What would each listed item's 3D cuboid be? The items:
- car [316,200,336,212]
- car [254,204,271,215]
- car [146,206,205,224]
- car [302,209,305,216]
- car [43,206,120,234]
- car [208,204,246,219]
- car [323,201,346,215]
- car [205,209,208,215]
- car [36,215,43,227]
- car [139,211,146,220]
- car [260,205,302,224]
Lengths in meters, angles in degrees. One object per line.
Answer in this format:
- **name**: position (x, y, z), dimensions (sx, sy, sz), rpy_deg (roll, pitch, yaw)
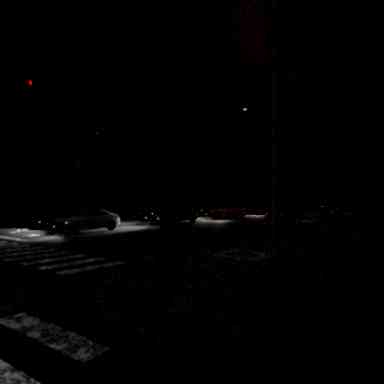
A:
- **car**: position (22.333, 2.620, 56.024), dimensions (2.128, 1.511, 4.902), rpy_deg (0, -1, 36)
- **car**: position (10.338, 2.381, 45.148), dimensions (2.033, 1.411, 5.357), rpy_deg (0, -1, 36)
- **car**: position (-1.340, 1.945, 28.963), dimensions (2.128, 1.511, 4.902), rpy_deg (0, -1, 36)
- **car**: position (13.039, 2.352, 43.073), dimensions (1.812, 1.442, 4.674), rpy_deg (0, -1, 36)
- **car**: position (-6.725, 1.806, 21.432), dimensions (1.812, 1.442, 4.674), rpy_deg (0, -1, 36)
- **car**: position (4.142, 2.109, 36.586), dimensions (1.882, 1.535, 5.008), rpy_deg (0, -1, 36)
- **car**: position (21.231, 2.510, 48.936), dimensions (1.837, 1.490, 4.892), rpy_deg (0, -1, 36)
- **car**: position (2.960, 2.286, 40.508), dimensions (1.895, 1.301, 4.718), rpy_deg (0, -1, 36)
- **car**: position (-8.767, 1.810, 24.192), dimensions (1.837, 1.490, 4.892), rpy_deg (0, -1, 36)
- **car**: position (-2.924, 2.094, 32.328), dimensions (1.895, 1.301, 4.718), rpy_deg (0, -1, 36)
- **car**: position (8.403, 2.146, 31.047), dimensions (1.994, 1.385, 4.181), rpy_deg (0, -1, 36)
